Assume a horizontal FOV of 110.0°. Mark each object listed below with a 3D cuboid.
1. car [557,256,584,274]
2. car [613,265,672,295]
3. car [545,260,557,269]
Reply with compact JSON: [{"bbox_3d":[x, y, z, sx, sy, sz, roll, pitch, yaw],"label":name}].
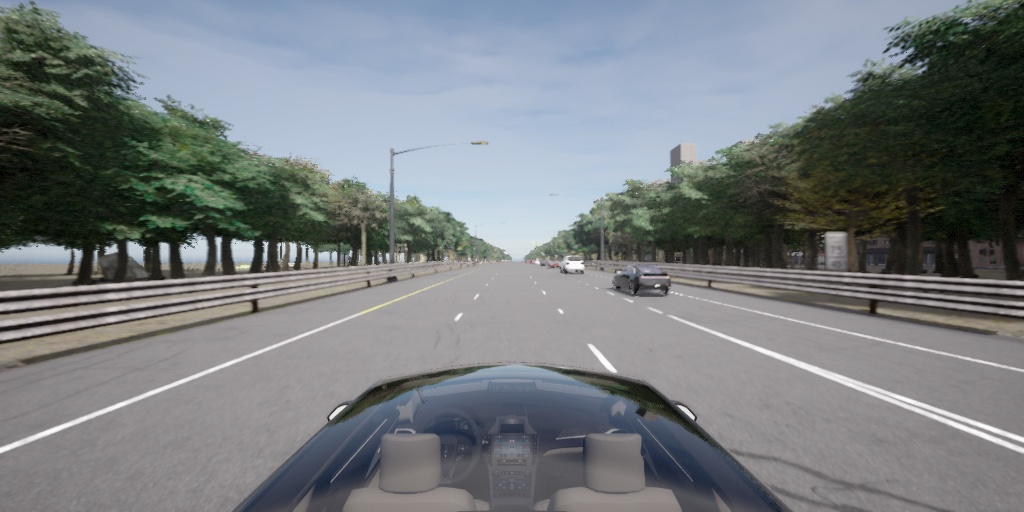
[{"bbox_3d":[7.053,1.001,42.633,2.150,2.045,5.566,0,0,0],"label":"car"},{"bbox_3d":[7.012,1.241,19.756,2.128,1.511,4.902,0,0,0],"label":"car"},{"bbox_3d":[7.132,1.501,61.082,1.895,1.301,4.718,0,-1,0],"label":"car"}]
